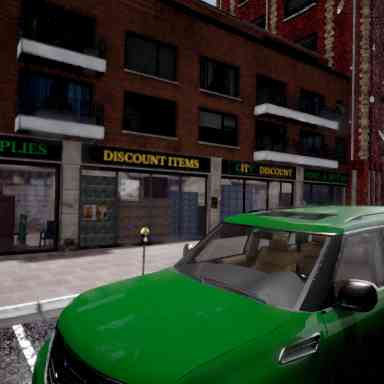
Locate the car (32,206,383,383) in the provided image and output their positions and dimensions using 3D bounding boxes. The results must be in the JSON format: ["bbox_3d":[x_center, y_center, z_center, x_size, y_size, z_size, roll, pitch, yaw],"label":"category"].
[{"bbox_3d":[1.259,1.224,3.841,5.566,2.045,2.150,0,0,-35],"label":"car"}]
